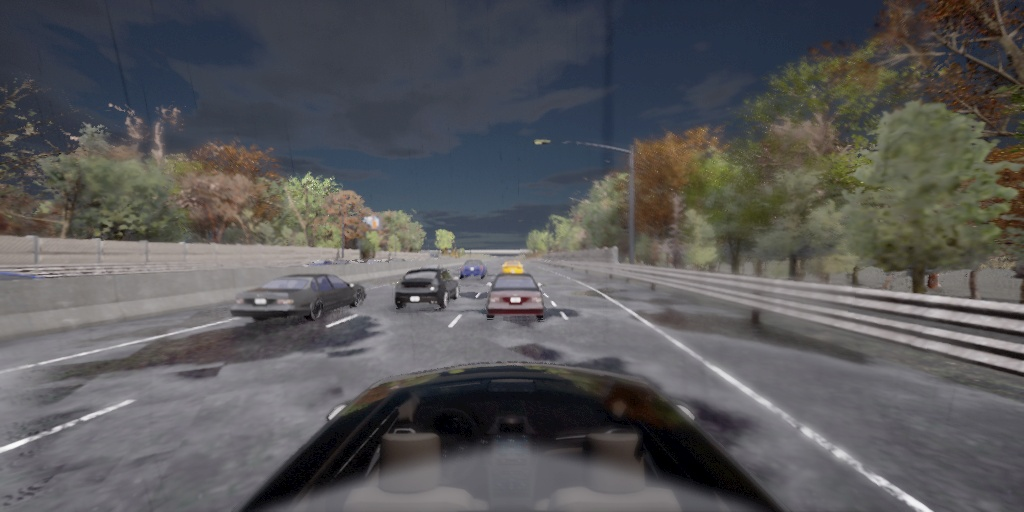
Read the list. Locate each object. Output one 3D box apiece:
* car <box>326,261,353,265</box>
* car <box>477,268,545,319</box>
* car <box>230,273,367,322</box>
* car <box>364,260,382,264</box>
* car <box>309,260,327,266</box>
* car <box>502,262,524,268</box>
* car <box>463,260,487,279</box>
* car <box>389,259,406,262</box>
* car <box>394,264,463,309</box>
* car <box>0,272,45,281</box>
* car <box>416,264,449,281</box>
[{"bbox_3d":[-24.565,1.389,52.088,1.994,1.385,4.181,0,0,0],"label":"car"},{"bbox_3d":[0.101,1.307,12.757,2.033,1.411,5.357,0,0,0],"label":"car"},{"bbox_3d":[-6.899,1.306,12.350,2.033,1.411,5.357,0,0,0],"label":"car"},{"bbox_3d":[-21.045,1.378,54.506,2.033,1.411,5.357,0,0,1],"label":"car"},{"bbox_3d":[-28.046,1.353,52.847,1.812,1.442,4.674,0,0,1],"label":"car"},{"bbox_3d":[0.102,1.268,34.573,1.882,1.535,5.008,0,0,0],"label":"car"},{"bbox_3d":[-3.401,1.139,32.757,2.097,1.767,4.553,0,0,0],"label":"car"},{"bbox_3d":[-17.554,1.183,54.781,2.097,1.767,4.553,0,0,0],"label":"car"},{"bbox_3d":[-3.399,1.266,14.970,1.837,1.490,4.892,0,0,0],"label":"car"},{"bbox_3d":[-17.599,1.236,11.368,1.882,1.535,5.008,0,0,0],"label":"car"},{"bbox_3d":[-6.900,1.386,31.518,1.895,1.301,4.718,0,0,0],"label":"car"}]
